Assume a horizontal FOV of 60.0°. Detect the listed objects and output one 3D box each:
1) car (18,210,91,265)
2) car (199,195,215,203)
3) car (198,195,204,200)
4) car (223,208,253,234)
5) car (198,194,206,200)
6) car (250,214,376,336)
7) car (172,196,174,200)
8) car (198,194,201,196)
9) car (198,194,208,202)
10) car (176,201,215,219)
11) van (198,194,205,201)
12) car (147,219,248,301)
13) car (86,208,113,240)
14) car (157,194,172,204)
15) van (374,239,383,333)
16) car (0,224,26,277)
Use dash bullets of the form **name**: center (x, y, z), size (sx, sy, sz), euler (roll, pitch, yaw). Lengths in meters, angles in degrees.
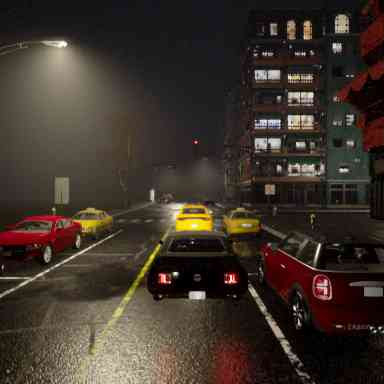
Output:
- **car**: center (-5.305, 1.547, 11.785), size (1.887, 1.381, 4.507), euler (1, 0, 0)
- **car**: center (2.579, 1.564, 50.261), size (2.008, 1.369, 4.403), euler (1, 0, 0)
- **car**: center (2.585, 1.553, 95.720), size (1.752, 1.417, 4.829), euler (1, 0, 0)
- **car**: center (2.576, 1.529, 17.917), size (1.752, 1.417, 4.829), euler (1, 0, 0)
- **car**: center (2.580, 1.598, 61.583), size (1.802, 1.307, 4.206), euler (1, 0, 0)
- **car**: center (2.576, 1.441, 6.657), size (1.967, 1.590, 4.097), euler (1, 0, 0)
- **car**: center (-5.296, 1.333, 66.762), size (2.192, 1.841, 5.009), euler (1, 0, 0)
- **car**: center (2.582, 1.586, 72.905), size (1.947, 1.339, 4.313), euler (1, 0, 0)
- **car**: center (2.585, 1.337, 78.567), size (2.192, 1.841, 5.009), euler (1, 0, 0)
- **car**: center (0.104, 1.482, 18.417), size (1.882, 1.535, 5.008), euler (0, 0, 0)
- **van**: center (2.586, 1.367, 89.889), size (1.690, 1.788, 3.998), euler (1, 0, 0)
- **car**: center (0.102, 1.603, 8.300), size (1.895, 1.301, 4.718), euler (0, 0, 0)
- **car**: center (-5.304, 1.529, 17.151), size (1.752, 1.417, 4.829), euler (1, 0, 0)
- **car**: center (-5.298, 1.456, 61.107), size (1.967, 1.590, 4.097), euler (1, 0, 0)
- **van**: center (2.576, 1.341, 1.112), size (1.690, 1.788, 3.998), euler (1, 0, 0)
- **car**: center (-5.306, 1.552, 6.248), size (2.008, 1.369, 4.403), euler (1, 0, 0)
